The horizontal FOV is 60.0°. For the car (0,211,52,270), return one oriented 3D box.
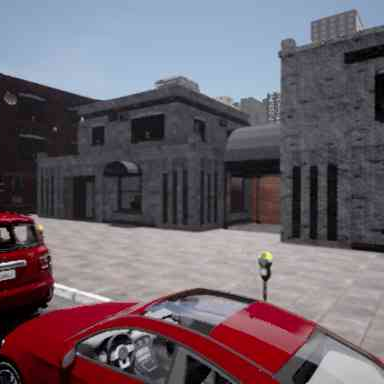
[{"bbox_3d":[-4.617,1.263,6.170,5.009,1.841,2.192,1,0,35],"label":"car"}]

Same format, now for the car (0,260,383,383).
[{"bbox_3d":[-0.109,1.570,2.955,4.206,1.307,1.802,1,0,35],"label":"car"}]
